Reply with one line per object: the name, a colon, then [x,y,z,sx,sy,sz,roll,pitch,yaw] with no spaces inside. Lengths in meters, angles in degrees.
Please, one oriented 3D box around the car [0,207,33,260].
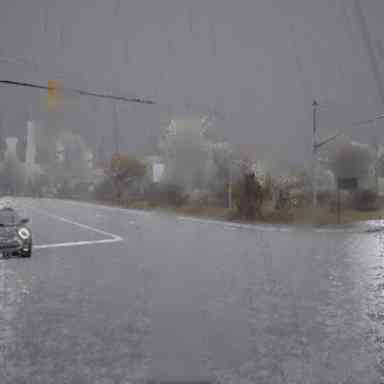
car: [-7.094,1.340,11.938,2.097,1.767,4.553,0,0,-32]
